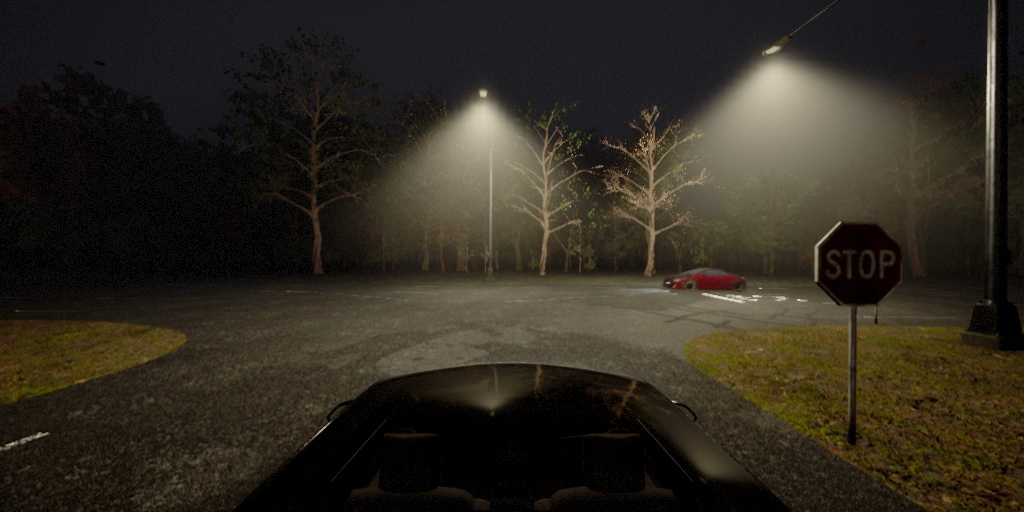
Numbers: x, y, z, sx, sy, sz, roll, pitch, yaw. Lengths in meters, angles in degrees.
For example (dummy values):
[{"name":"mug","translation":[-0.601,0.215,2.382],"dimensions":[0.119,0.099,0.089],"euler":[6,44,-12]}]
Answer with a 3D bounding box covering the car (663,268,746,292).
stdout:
[{"name":"car","translation":[11.017,1.375,20.666],"dimensions":[4.181,1.385,1.994],"euler":[0,0,0]}]
